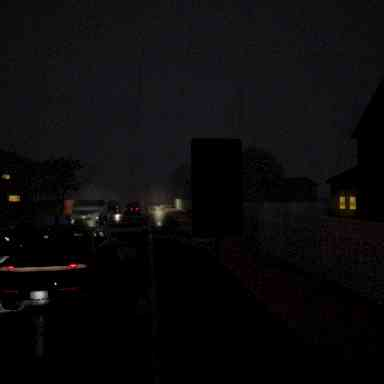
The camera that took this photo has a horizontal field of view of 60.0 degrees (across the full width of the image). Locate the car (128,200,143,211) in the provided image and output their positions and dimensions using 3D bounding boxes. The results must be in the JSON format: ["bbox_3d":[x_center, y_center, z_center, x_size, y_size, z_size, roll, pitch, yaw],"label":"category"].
[{"bbox_3d":[-8.174,1.946,48.640,1.882,1.535,5.008,-1,0,-7],"label":"car"}]

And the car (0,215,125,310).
[{"bbox_3d":[-2.921,1.567,8.083,2.128,1.511,4.902,-1,0,-7],"label":"car"}]

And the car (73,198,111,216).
[{"bbox_3d":[-8.254,1.509,27.092,2.150,2.045,5.566,-1,0,-7],"label":"car"}]

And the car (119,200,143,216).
[{"bbox_3d":[-6.781,1.914,38.211,2.033,1.411,5.357,-1,0,-7],"label":"car"}]

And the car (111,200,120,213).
[{"bbox_3d":[-10.181,1.854,42.668,2.097,1.767,4.553,-1,0,-7],"label":"car"}]

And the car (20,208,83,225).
[{"bbox_3d":[-6.736,1.723,15.360,2.033,1.411,5.357,-1,-1,-7],"label":"car"}]
